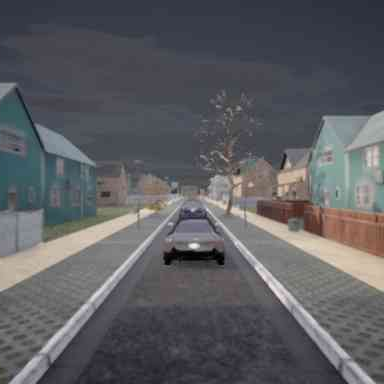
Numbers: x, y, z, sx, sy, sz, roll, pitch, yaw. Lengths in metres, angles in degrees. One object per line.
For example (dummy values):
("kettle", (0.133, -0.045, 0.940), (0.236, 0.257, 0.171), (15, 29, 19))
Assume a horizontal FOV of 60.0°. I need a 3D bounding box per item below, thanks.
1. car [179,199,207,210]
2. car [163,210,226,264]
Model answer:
("car", (0.078, 1.357, 26.377), (2.097, 1.767, 4.553), (0, 0, 0))
("car", (0.077, 1.562, 11.834), (1.994, 1.385, 4.181), (0, 0, 0))
